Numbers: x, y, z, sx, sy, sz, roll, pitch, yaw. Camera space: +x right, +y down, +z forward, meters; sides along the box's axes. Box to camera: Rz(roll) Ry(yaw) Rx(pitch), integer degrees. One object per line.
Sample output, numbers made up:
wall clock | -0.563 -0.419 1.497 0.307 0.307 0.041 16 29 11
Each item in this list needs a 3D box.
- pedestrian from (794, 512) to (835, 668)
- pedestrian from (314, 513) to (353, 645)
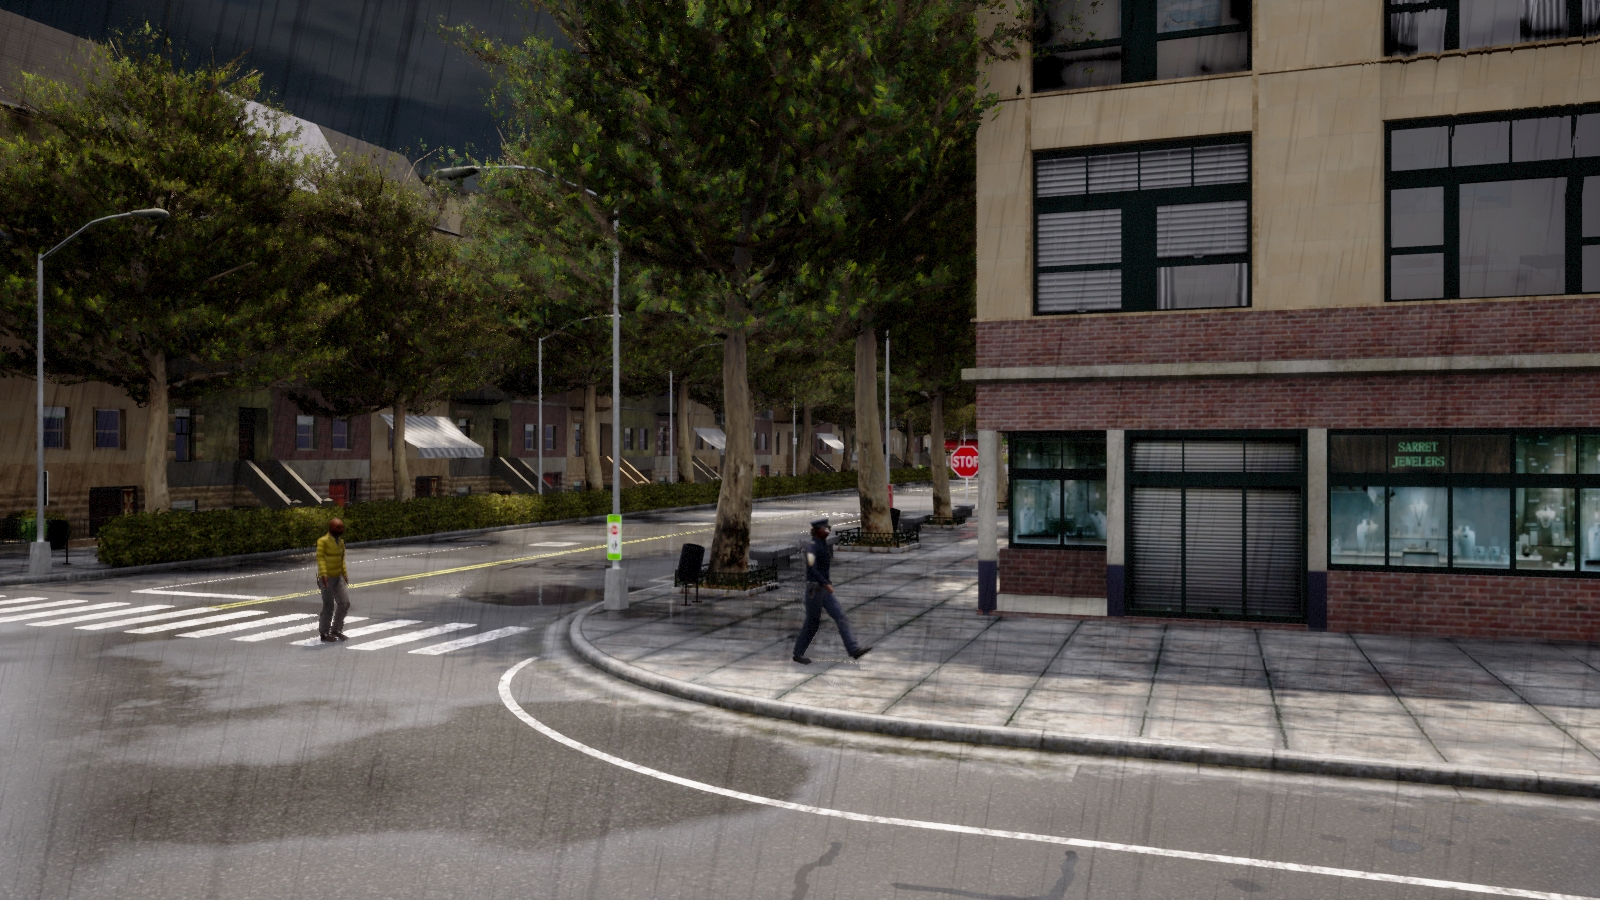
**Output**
pedestrian | 0.182 1.698 14.001 0.375 1.860 0.375 0 0 26
pedestrian | -6.741 1.854 16.513 0.375 1.860 0.375 0 0 20
